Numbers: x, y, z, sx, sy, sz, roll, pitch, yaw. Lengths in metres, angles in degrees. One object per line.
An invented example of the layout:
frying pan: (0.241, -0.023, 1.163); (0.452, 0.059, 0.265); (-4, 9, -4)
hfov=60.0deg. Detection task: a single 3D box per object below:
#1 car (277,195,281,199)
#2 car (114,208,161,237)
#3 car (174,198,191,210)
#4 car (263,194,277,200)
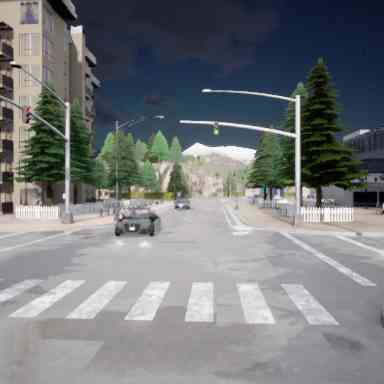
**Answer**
car: (22.832, 1.415, 89.932); (1.970, 1.475, 3.806); (0, 0, 5)
car: (-2.838, 1.592, 18.141); (1.994, 1.385, 4.181); (0, 0, 2)
car: (-1.167, 1.508, 42.867); (2.128, 1.511, 4.902); (0, 0, 4)
car: (19.248, 1.405, 82.783); (1.845, 1.501, 3.633); (0, 0, 5)
